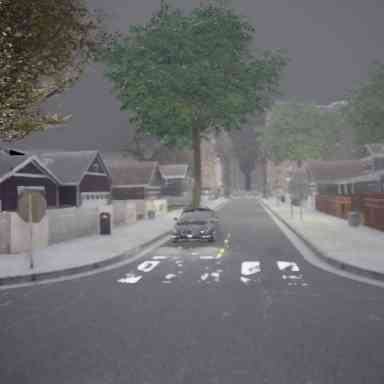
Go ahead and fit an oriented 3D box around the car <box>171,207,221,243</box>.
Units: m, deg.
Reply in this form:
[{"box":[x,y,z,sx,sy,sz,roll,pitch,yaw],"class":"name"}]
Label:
[{"box":[0.309,1.516,15.982,1.837,1.490,4.892,-2,0,10],"class":"car"}]
